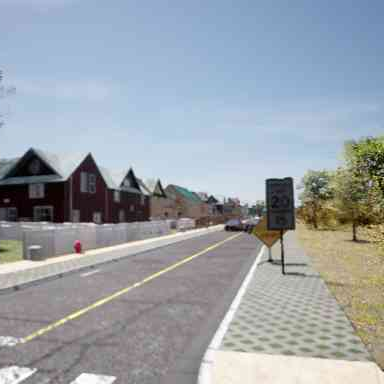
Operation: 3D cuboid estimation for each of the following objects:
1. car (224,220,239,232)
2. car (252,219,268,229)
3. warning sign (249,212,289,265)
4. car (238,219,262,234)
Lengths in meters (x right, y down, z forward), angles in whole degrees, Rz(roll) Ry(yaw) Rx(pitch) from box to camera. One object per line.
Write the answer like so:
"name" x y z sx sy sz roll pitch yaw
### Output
"car" 5.374 4.217 42.254 2.033 1.411 5.357 -3 -4 15
"car" 10.025 4.624 48.943 1.895 1.301 4.718 -3 -4 15
"warning sign" 2.883 1.727 12.418 1.300 1.860 1.060 -3 -5 15
"car" 6.771 3.782 36.607 2.033 1.411 5.357 -3 -4 15
